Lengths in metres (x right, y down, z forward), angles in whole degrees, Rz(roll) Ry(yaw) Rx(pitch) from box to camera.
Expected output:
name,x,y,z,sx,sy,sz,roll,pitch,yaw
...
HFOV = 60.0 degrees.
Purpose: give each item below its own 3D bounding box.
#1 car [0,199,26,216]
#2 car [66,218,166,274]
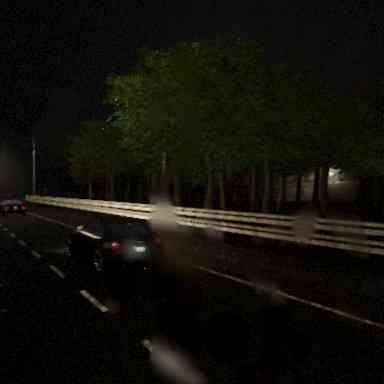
name,x,y,z,sx,sy,sz,roll,pitch,yaw
car,-16.364,1.369,30.159,2.033,1.411,5.357,0,0,-35
car,-2.575,1.512,10.627,1.994,1.385,4.181,0,0,-35
